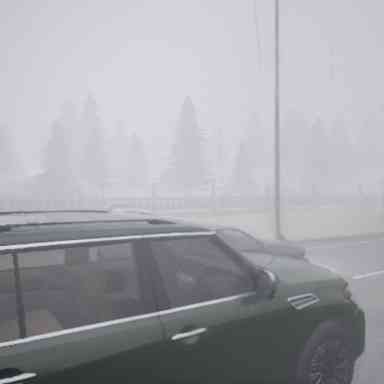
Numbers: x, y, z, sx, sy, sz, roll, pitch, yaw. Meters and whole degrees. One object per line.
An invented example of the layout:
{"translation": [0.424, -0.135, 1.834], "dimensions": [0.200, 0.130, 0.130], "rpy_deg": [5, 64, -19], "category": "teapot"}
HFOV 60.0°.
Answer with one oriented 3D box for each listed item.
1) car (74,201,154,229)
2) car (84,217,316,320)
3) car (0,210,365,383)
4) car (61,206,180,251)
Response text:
{"translation": [-4.944, 1.389, 21.268], "dimensions": [4.674, 1.442, 1.812], "rpy_deg": [0, 0, -30], "category": "car"}
{"translation": [0.387, 1.487, 8.025], "dimensions": [5.357, 1.411, 2.033], "rpy_deg": [0, 0, -32], "category": "car"}
{"translation": [-0.691, 1.201, 3.137], "dimensions": [5.566, 2.045, 2.150], "rpy_deg": [-1, 0, -34], "category": "car"}
{"translation": [-2.997, 1.433, 14.296], "dimensions": [4.674, 1.442, 1.812], "rpy_deg": [0, 0, -31], "category": "car"}
